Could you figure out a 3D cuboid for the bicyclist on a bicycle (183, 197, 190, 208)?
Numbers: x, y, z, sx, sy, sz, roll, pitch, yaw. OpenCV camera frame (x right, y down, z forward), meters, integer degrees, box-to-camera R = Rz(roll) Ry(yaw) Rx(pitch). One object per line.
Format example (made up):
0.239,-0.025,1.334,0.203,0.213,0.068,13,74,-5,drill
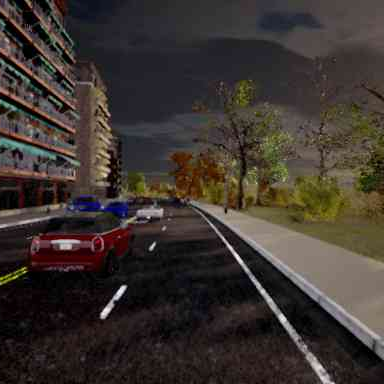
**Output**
-0.588,1.586,52.209,0.659,1.776,1.843,0,0,-4,bicyclist on a bicycle

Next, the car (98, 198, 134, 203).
-7.050,1.612,31.247,1.882,1.535,5.008,0,0,-2,car

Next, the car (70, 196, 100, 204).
-10.338,1.365,32.300,2.150,2.045,5.566,0,-1,-2,car

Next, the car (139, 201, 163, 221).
-3.508,1.723,28.498,1.895,1.301,4.718,0,0,-2,car

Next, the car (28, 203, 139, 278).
-3.180,1.398,10.468,2.097,1.767,4.553,0,0,0,car

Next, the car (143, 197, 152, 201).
-9.564,1.728,71.794,1.882,1.535,5.008,0,0,-5,car

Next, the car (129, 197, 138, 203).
-12.875,1.769,72.302,2.128,1.511,4.902,0,0,-5,car

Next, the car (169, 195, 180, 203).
-3.927,1.867,80.726,1.994,1.385,4.181,0,0,-6,car

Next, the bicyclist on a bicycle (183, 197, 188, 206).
-1.284,1.688,61.926,0.866,1.612,1.509,0,0,-5,bicyclist on a bicycle
